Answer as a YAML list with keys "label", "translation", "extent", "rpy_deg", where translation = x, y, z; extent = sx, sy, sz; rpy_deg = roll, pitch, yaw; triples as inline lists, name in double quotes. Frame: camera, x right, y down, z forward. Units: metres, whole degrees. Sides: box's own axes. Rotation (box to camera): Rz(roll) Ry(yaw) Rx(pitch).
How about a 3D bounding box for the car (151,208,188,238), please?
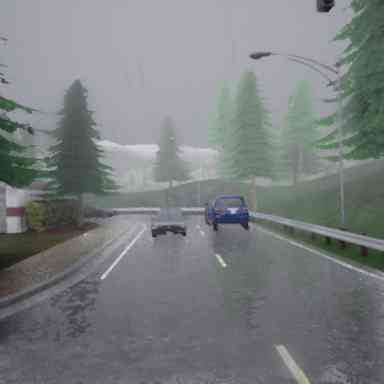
- label: "car"
  translation: [-1.253, 1.651, 18.931]
  extent: [2.033, 1.411, 5.357]
  rpy_deg: [-2, 0, -3]

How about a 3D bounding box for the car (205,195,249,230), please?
- label: "car"
  translation: [2.132, 1.246, 21.459]
  extent: [2.150, 2.045, 5.566]
  rpy_deg: [-2, 0, -4]

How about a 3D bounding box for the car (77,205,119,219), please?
- label: "car"
  translation: [-10.189, 1.999, 33.502]
  extent: [5.357, 1.411, 2.033]
  rpy_deg: [-2, 0, 7]
